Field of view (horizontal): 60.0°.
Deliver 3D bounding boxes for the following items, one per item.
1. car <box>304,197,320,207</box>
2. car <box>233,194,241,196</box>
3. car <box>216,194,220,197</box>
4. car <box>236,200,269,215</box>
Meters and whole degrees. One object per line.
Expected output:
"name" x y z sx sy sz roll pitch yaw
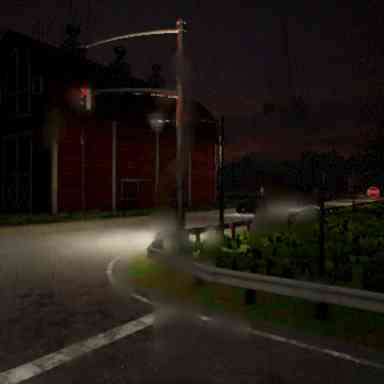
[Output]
"car" 18.133 1.505 49.400 1.994 1.385 4.181 1 0 36
"car" 11.970 1.242 89.579 1.784 1.438 3.905 1 0 36
"car" 5.430 1.236 78.435 1.816 1.474 4.193 1 0 36
"car" 6.049 1.487 33.163 1.994 1.385 4.181 1 0 36
